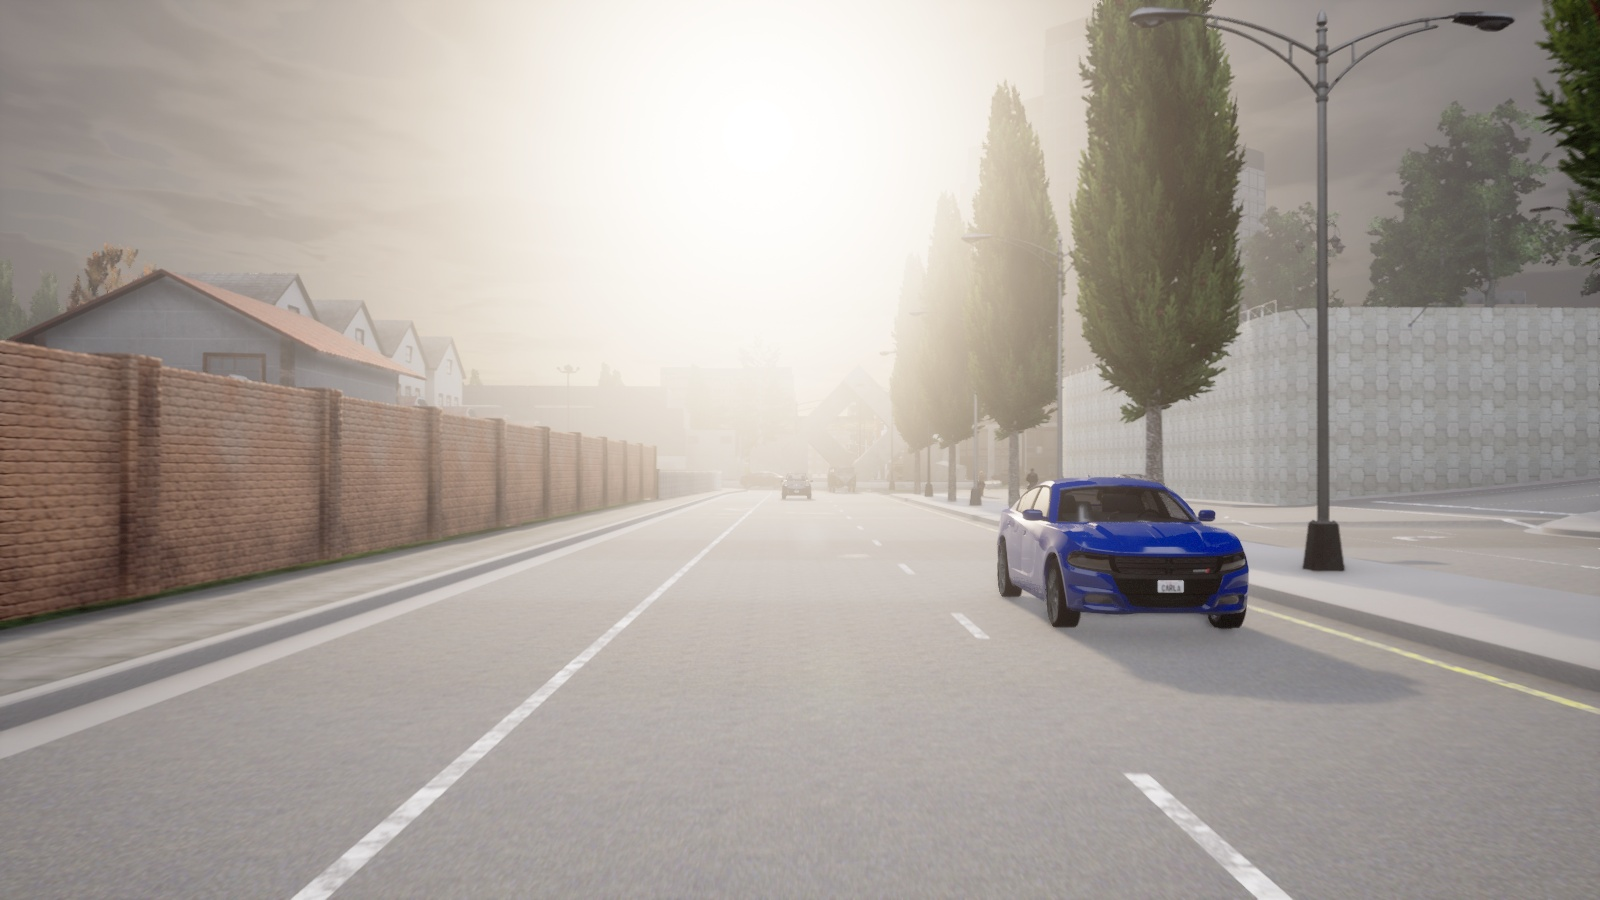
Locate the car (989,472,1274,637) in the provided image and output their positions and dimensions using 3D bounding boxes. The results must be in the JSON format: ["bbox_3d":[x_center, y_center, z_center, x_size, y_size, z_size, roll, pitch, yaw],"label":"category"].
[{"bbox_3d":[3.465,1.017,14.223,1.882,1.535,5.008,0,-1,0],"label":"car"}]

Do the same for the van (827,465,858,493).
[{"bbox_3d":[3.119,2.105,92.611,1.775,1.987,4.442,0,-1,-4],"label":"van"}]

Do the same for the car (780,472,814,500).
[{"bbox_3d":[-0.170,2.009,70.445,1.845,1.501,3.633,0,-1,0],"label":"car"}]
